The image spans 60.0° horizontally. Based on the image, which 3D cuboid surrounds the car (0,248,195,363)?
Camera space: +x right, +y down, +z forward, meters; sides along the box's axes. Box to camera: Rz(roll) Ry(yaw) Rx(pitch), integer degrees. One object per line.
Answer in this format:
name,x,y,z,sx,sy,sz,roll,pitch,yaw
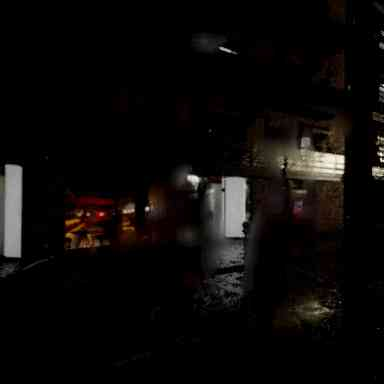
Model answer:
car,-1.881,1.597,5.216,4.206,1.307,1.802,1,0,-35
